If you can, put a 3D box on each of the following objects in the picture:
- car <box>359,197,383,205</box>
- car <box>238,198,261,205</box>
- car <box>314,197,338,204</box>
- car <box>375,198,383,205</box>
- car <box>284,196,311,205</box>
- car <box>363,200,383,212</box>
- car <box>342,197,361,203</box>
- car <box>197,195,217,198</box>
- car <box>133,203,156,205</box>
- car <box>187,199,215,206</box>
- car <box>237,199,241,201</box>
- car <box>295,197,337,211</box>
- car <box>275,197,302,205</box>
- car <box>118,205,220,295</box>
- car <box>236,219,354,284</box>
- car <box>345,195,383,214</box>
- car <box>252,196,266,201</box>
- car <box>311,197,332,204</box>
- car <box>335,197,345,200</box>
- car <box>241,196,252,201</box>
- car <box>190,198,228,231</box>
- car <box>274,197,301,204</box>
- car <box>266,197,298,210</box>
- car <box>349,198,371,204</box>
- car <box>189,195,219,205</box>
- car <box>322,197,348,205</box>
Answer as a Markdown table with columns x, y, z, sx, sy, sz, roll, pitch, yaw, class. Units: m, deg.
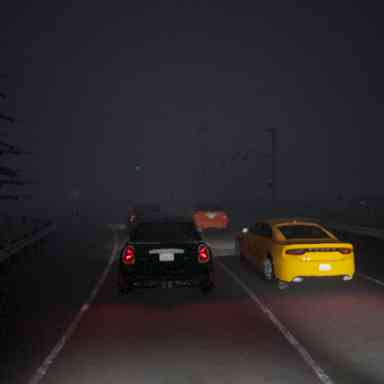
| x | y | z | sx | sy | sz | roll | pitch | yaw | class |
| --- | --- | --- | --- | --- | --- | --- | --- | --- | --- |
| 38.008 | 1.838 | 70.597 | 4.902 | 1.511 | 2.128 | 0 | 0 | -24 | car |
| 11.839 | 1.874 | 68.494 | 4.181 | 1.385 | 1.994 | 0 | 0 | -18 | car |
| 28.318 | 1.842 | 70.164 | 4.674 | 1.442 | 1.812 | 0 | 0 | -18 | car |
| 39.916 | 1.836 | 67.629 | 5.357 | 1.411 | 2.033 | 0 | 0 | -28 | car |
| 20.273 | 1.645 | 63.872 | 4.553 | 1.767 | 2.097 | 0 | 0 | -17 | car |
| 24.687 | 1.754 | 43.109 | 4.181 | 1.385 | 1.994 | 0 | 0 | -18 | car |
| 37.737 | 1.902 | 78.482 | 4.181 | 1.385 | 1.994 | 0 | 0 | -28 | car |
| 2.426 | 1.784 | 58.217 | 4.892 | 1.490 | 1.837 | 0 | 0 | -18 | car |
| -2.852 | 1.450 | 19.612 | 2.097 | 1.767 | 4.553 | 0 | 0 | -14 | car |
| 1.666 | 1.897 | 61.643 | 4.718 | 1.301 | 1.895 | 0 | 0 | -18 | car |
| 10.935 | 1.655 | 64.575 | 4.553 | 1.767 | 2.097 | 0 | 0 | -17 | car |
| 16.462 | 1.765 | 44.141 | 4.181 | 1.385 | 1.994 | 0 | 0 | -18 | car |
| 19.606 | 1.835 | 67.315 | 4.902 | 1.511 | 2.128 | 0 | 0 | -18 | car |
| -0.748 | 1.396 | 9.081 | 2.097 | 1.767 | 4.553 | 0 | 0 | -6 | car |
| 2.681 | 1.524 | 9.839 | 1.882 | 1.535 | 5.008 | 0 | 0 | -6 | car |
| 20.916 | 1.392 | 38.223 | 5.566 | 2.045 | 2.150 | 0 | 0 | -18 | car |
| 13.594 | 1.762 | 58.121 | 4.902 | 1.511 | 2.128 | 0 | 0 | -18 | car |
| 28.839 | 1.889 | 74.101 | 4.181 | 1.385 | 1.994 | 0 | 0 | -20 | car |
| 30.474 | 1.809 | 63.510 | 4.902 | 1.511 | 2.128 | 0 | 0 | -18 | car |
| 11.932 | 1.639 | 61.251 | 4.553 | 1.767 | 2.097 | 0 | 0 | -18 | car |
| 0.829 | 1.454 | 21.149 | 2.097 | 1.767 | 4.553 | 0 | 0 | -8 | car |
| 20.386 | 1.868 | 71.242 | 5.357 | 1.411 | 2.033 | 0 | 0 | -18 | car |
| 13.658 | 1.764 | 46.915 | 5.357 | 1.411 | 2.033 | 0 | 0 | -18 | car |
| 37.535 | 1.926 | 74.316 | 4.718 | 1.301 | 1.895 | 0 | 0 | -28 | car |
| 2.377 | 1.536 | 65.505 | 5.566 | 2.045 | 2.150 | 0 | 0 | -17 | car |
| 28.565 | 1.824 | 66.555 | 4.674 | 1.442 | 1.812 | 0 | 0 | -18 | car |
